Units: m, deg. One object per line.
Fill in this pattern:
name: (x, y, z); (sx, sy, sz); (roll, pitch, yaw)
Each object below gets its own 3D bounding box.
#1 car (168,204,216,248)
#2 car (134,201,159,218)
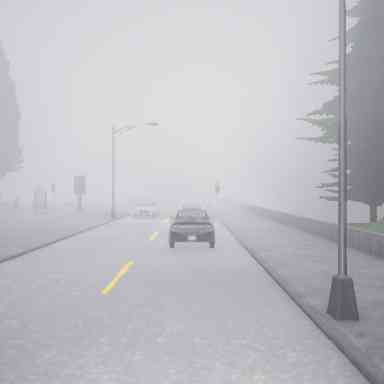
car: (0.000, 1.492, 14.650); (2.128, 1.511, 4.902); (0, 0, 0)
car: (-4.000, 1.557, 29.940); (1.812, 1.442, 4.674); (0, 0, 0)
